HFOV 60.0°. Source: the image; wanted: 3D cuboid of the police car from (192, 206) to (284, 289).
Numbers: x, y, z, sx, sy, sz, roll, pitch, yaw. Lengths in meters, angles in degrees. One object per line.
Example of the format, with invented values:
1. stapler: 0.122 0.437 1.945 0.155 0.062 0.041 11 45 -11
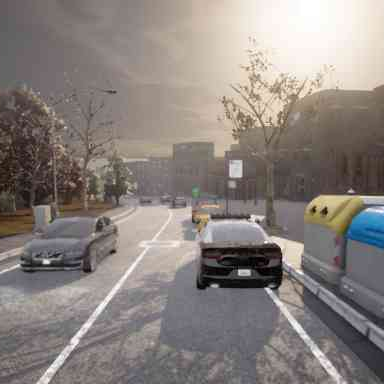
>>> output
1. police car: 1.042 1.407 9.232 1.930 1.638 5.238 0 0 0

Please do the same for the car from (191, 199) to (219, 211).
1. car: 1.032 1.417 19.358 1.801 1.575 5.366 0 0 0

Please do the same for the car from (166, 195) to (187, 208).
1. car: -1.934 1.379 46.897 2.128 1.511 4.902 -1 0 -10

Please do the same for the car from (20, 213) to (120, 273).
1. car: -3.617 1.483 10.675 1.837 1.490 4.892 0 0 0

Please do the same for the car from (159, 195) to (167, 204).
1. car: -4.780 1.379 60.386 1.837 1.490 4.892 -2 0 -16

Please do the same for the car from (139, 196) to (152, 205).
1. car: -8.384 1.515 59.842 2.033 1.411 5.357 -1 0 -15
